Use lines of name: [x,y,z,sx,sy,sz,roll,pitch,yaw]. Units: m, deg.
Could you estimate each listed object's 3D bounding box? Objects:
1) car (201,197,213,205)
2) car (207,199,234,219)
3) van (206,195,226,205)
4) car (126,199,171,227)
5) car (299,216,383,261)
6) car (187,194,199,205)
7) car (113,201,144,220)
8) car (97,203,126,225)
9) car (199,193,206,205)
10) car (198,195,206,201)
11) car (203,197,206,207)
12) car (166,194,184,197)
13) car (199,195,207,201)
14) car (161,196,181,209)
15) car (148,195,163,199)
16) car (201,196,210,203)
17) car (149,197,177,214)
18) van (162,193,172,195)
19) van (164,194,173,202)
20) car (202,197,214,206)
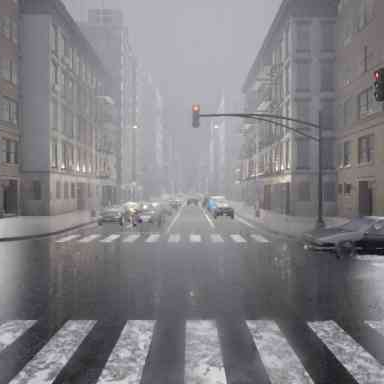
car: [2.652,1.546,61.348,2.008,1.369,4.403,0,0,0]
car: [2.641,1.548,28.910,2.008,1.369,4.403,0,0,0]
van: [2.643,1.338,34.317,1.690,1.788,3.998,0,0,0]
car: [-2.847,1.490,22.872,2.128,1.511,4.902,0,0,0]
car: [6.726,1.590,11.851,5.357,1.411,2.033,0,0,0]
car: [0.103,1.501,57.073,1.837,1.490,4.892,0,0,0]
car: [-5.393,1.523,28.740,1.752,1.417,4.829,0,0,0]
car: [-5.389,1.549,23.504,2.008,1.369,4.403,0,0,0]
car: [2.649,1.311,50.535,2.192,1.841,5.009,0,0,0]
car: [2.661,1.560,88.379,1.947,1.339,4.313,0,0,0]
car: [2.645,1.578,39.723,1.802,1.307,4.206,0,0,0]
car: [-2.793,1.474,53.024,1.882,1.535,5.008,0,0,1]
car: [2.660,1.539,82.973,1.887,1.381,4.507,0,0,0]
car: [-2.832,1.560,42.769,1.994,1.385,4.181,0,0,1]
car: [-5.407,1.436,45.129,1.967,1.590,4.097,0,0,0]
car: [2.654,1.521,66.923,1.752,1.417,4.829,0,0,0]
car: [-2.843,1.544,32.755,2.033,1.411,5.357,0,0,0]
van: [-5.425,1.337,66.753,1.690,1.788,3.998,0,0,0]
van: [-5.434,1.336,77.566,1.690,1.788,3.998,0,0,0]
car: [2.650,1.562,55.942,1.947,1.339,4.313,0,0,0]
